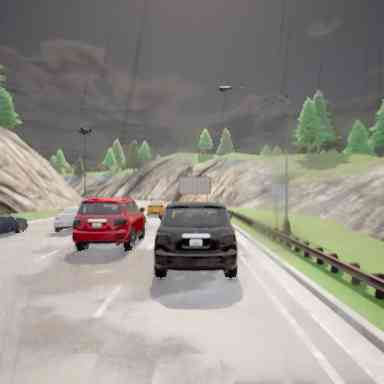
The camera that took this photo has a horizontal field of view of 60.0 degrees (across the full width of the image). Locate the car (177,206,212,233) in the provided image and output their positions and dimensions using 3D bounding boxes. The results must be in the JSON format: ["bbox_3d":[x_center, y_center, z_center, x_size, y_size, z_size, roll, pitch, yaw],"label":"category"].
[{"bbox_3d":[0.131,1.646,21.106,1.994,1.385,4.181,0,0,-1],"label":"car"}]

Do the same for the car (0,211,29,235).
[{"bbox_3d":[-10.399,1.618,16.834,2.033,1.411,5.357,0,0,0],"label":"car"}]

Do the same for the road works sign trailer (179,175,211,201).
[{"bbox_3d":[0.216,0.567,24.608,2.380,3.560,2.880,0,0,0],"label":"road works sign trailer"}]

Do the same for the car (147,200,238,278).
[{"bbox_3d":[0.100,1.267,10.388,2.150,2.045,5.566,0,0,0],"label":"car"}]

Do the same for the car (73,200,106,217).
[{"bbox_3d":[-10.560,1.637,34.706,2.128,1.511,4.902,0,0,-2],"label":"car"}]

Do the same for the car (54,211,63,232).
[{"bbox_3d":[-6.899,1.611,20.461,1.812,1.442,4.674,0,0,0],"label":"car"}]

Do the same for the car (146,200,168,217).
[{"bbox_3d":[-3.543,1.622,34.502,1.882,1.535,5.008,0,0,-2],"label":"car"}]

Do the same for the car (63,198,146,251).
[{"bbox_3d":[-3.399,1.283,14.579,2.150,2.045,5.566,0,0,0],"label":"car"}]
